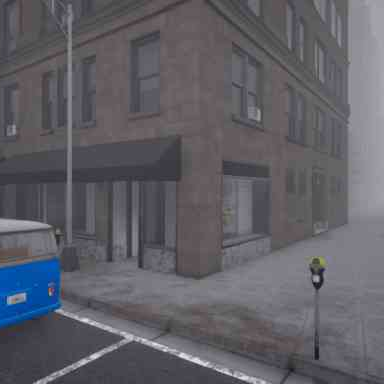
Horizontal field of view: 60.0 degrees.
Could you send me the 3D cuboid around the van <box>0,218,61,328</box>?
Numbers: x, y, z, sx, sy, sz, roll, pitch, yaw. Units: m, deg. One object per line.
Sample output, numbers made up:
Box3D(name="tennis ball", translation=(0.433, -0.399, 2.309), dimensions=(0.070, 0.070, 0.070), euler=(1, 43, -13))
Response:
Box3D(name="van", translation=(-4.088, 1.340, 5.994), dimensions=(3.998, 1.788, 1.690), euler=(0, 0, 35))
